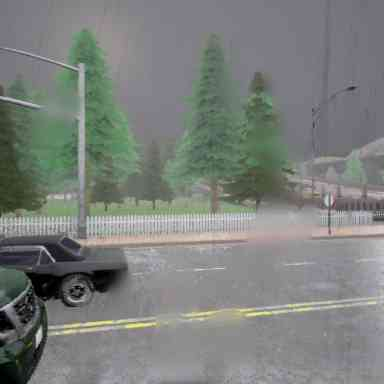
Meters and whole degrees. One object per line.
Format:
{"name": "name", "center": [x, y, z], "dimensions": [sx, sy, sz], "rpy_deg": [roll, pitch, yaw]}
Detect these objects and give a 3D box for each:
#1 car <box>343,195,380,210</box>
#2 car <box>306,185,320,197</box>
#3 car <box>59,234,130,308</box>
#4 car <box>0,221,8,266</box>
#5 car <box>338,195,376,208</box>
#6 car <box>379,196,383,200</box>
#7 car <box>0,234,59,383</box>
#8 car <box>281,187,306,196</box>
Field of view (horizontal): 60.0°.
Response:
{"name": "car", "center": [20.758, 1.445, 41.859], "dimensions": [1.812, 1.442, 4.674], "rpy_deg": [0, 1, -16]}
{"name": "car", "center": [22.224, 0.049, 63.007], "dimensions": [1.882, 1.535, 5.008], "rpy_deg": [0, 6, -15]}
{"name": "car", "center": [-3.738, 1.601, 6.933], "dimensions": [4.718, 1.301, 1.895], "rpy_deg": [0, 0, -14]}
{"name": "car", "center": [-8.101, 1.601, 9.456], "dimensions": [4.718, 1.301, 1.895], "rpy_deg": [0, 0, -14]}
{"name": "car", "center": [23.035, 1.260, 46.717], "dimensions": [1.882, 1.535, 5.008], "rpy_deg": [0, 2, -16]}
{"name": "car", "center": [26.370, 1.301, 47.778], "dimensions": [1.812, 1.442, 4.674], "rpy_deg": [0, 2, -16]}
{"name": "car", "center": [-4.353, 1.221, 2.970], "dimensions": [5.566, 2.045, 2.150], "rpy_deg": [0, 0, -14]}
{"name": "car", "center": [16.570, 0.228, 57.002], "dimensions": [2.150, 2.045, 5.566], "rpy_deg": [0, 5, -15]}
